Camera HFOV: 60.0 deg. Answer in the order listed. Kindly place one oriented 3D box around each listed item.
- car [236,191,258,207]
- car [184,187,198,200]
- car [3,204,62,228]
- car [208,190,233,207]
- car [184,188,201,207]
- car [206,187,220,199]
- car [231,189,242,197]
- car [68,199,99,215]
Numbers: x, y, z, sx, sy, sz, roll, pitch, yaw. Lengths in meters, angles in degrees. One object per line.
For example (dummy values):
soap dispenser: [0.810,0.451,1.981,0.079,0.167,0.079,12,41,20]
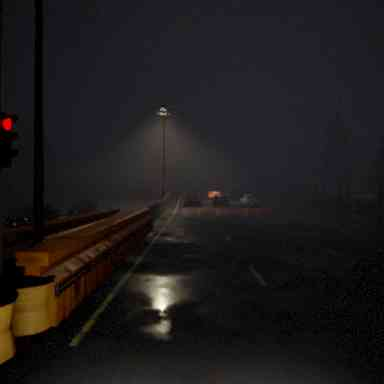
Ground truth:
car: [7.019,1.015,41.726,1.812,1.442,4.674,0,4,0]
car: [-0.131,0.131,52.071,2.128,1.511,4.902,0,6,0]
car: [-10.597,1.537,22.488,2.033,1.411,5.357,0,0,0]
car: [3.517,0.971,41.868,2.128,1.511,4.902,0,4,0]
car: [0.019,0.821,42.018,2.097,1.767,4.553,0,4,0]
car: [3.370,0.010,51.895,2.097,1.767,4.553,0,6,0]
car: [6.870,0.183,51.924,1.812,1.442,4.674,0,6,0]
car: [-10.608,1.413,32.742,1.812,1.442,4.674,0,2,0]
